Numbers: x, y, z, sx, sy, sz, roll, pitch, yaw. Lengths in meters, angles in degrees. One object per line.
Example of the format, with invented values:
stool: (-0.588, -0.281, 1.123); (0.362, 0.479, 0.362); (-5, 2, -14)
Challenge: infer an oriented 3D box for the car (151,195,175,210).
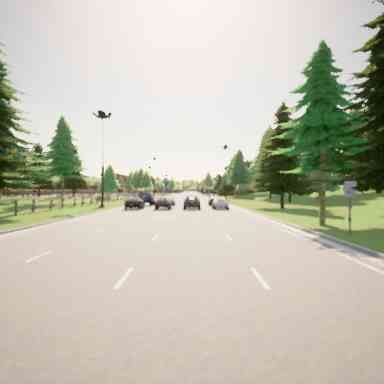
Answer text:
car: (-3.504, 1.365, 40.804); (1.837, 1.490, 4.892); (0, 0, 0)

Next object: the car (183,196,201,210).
car: (-0.004, 1.210, 41.157); (2.097, 1.767, 4.553); (0, 0, 0)

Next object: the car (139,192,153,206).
car: (-7.004, 1.046, 51.253); (2.150, 2.045, 5.566); (0, 0, 0)

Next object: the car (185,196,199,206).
car: (-0.004, 1.388, 51.224); (1.994, 1.385, 4.181); (0, 0, 0)

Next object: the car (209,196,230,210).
car: (3.496, 1.384, 41.221); (1.812, 1.442, 4.674); (0, 0, 0)

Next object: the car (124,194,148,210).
car: (-7.004, 1.338, 40.804); (1.882, 1.535, 5.008); (0, 0, 0)
